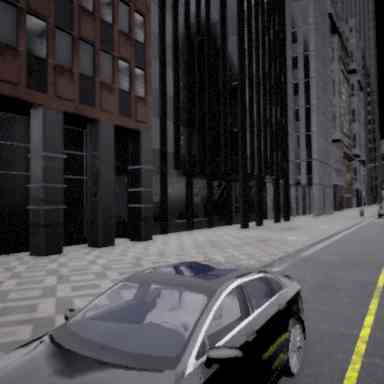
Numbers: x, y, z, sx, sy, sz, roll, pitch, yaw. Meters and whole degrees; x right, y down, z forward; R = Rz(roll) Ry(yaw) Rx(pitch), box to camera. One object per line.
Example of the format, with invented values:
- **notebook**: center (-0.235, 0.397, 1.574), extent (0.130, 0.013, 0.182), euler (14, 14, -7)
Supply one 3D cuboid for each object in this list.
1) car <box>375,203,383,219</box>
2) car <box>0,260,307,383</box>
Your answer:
- **car**: center (26.346, 2.534, 44.767), extent (2.150, 2.045, 5.566), euler (-2, -2, 33)
- **car**: center (-0.135, 1.644, 3.699), extent (2.128, 1.511, 4.902), euler (-2, -3, 33)
